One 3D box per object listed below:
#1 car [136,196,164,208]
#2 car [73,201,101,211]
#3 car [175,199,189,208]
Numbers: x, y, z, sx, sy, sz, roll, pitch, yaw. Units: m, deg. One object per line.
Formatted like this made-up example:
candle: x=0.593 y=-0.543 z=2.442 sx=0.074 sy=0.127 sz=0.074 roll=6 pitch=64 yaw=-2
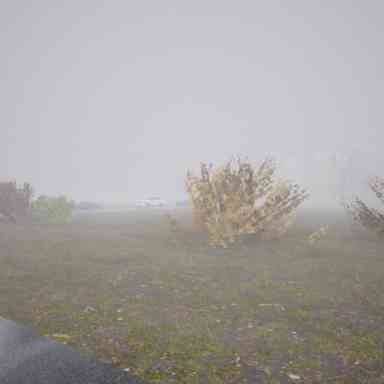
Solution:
car: x=-7.264 y=1.753 z=57.851 sx=2.150 sy=2.045 sz=5.566 roll=-1 pitch=-2 yaw=36
car: x=-15.374 y=1.926 z=46.609 sx=2.033 sy=1.411 sz=5.357 roll=-1 pitch=-1 yaw=36
car: x=-0.977 y=2.010 z=60.423 sx=1.882 sy=1.535 sz=5.008 roll=-1 pitch=-1 yaw=36
